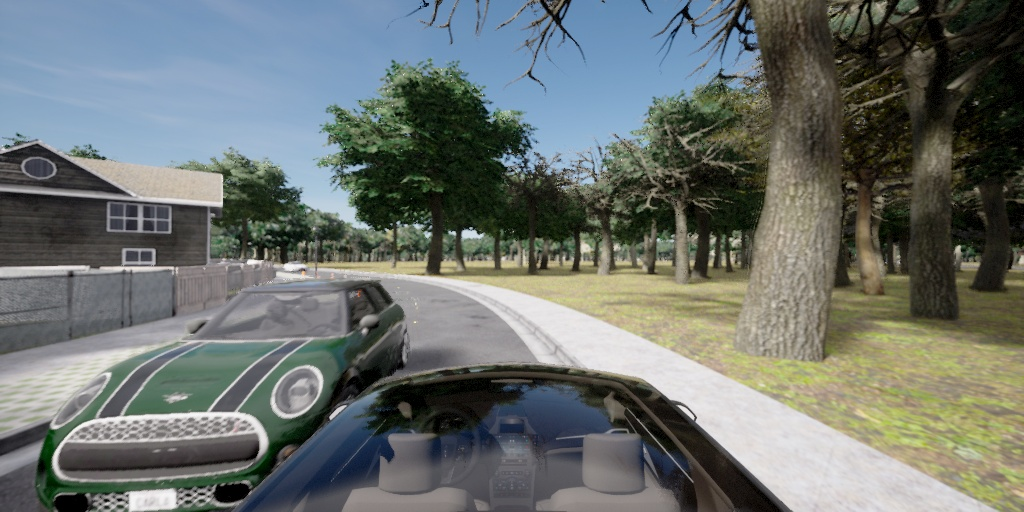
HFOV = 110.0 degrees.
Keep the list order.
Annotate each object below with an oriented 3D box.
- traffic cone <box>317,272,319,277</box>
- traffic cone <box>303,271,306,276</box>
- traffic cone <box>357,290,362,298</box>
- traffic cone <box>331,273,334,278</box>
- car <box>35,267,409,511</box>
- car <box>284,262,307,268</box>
[{"bbox_3d":[-19.806,1.878,36.489,0.340,0.580,0.340,0,0,-44],"label":"traffic cone"},{"bbox_3d":[-23.282,1.889,40.083,0.340,0.580,0.340,0,0,-44],"label":"traffic cone"},{"bbox_3d":[-7.047,1.804,16.511,0.340,0.580,0.340,0,0,-19],"label":"traffic cone"},{"bbox_3d":[-16.492,1.868,32.941,0.340,0.580,0.340,0,0,-41],"label":"traffic cone"},{"bbox_3d":[-2.755,1.128,4.736,2.097,1.767,4.553,0,0,-6],"label":"car"},{"bbox_3d":[-29.408,1.495,48.765,4.674,1.442,1.812,0,-1,41],"label":"car"}]
